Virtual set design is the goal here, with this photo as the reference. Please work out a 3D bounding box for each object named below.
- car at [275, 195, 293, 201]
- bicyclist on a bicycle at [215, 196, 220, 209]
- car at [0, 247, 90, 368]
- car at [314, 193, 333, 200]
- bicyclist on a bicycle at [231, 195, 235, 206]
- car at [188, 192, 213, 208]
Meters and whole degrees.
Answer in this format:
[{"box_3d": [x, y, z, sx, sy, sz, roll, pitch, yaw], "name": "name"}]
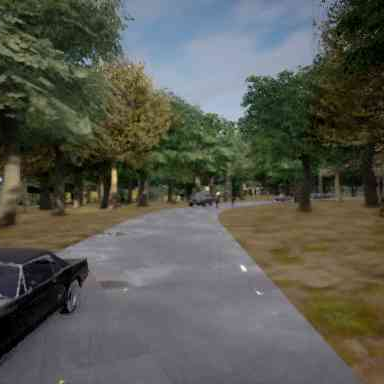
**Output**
[{"box_3d": [19.159, 1.220, 69.080, 4.181, 1.385, 1.994, -1, 1, -43], "name": "car"}, {"box_3d": [3.110, 1.353, 40.301, 0.582, 1.620, 1.656, 0, 0, 15], "name": "bicyclist on a bicycle"}, {"box_3d": [-3.098, 1.596, 4.826, 1.895, 1.301, 4.718, 0, 0, 0], "name": "car"}, {"box_3d": [30.854, 1.058, 77.854, 4.902, 1.511, 2.128, -1, 1, -30], "name": "car"}, {"box_3d": [5.968, 1.327, 48.453, 0.582, 1.620, 1.656, 0, 0, 24], "name": "bicyclist on a bicycle"}, {"box_3d": [1.274, 1.089, 47.140, 2.150, 2.045, 5.566, 0, 0, 20], "name": "car"}]
